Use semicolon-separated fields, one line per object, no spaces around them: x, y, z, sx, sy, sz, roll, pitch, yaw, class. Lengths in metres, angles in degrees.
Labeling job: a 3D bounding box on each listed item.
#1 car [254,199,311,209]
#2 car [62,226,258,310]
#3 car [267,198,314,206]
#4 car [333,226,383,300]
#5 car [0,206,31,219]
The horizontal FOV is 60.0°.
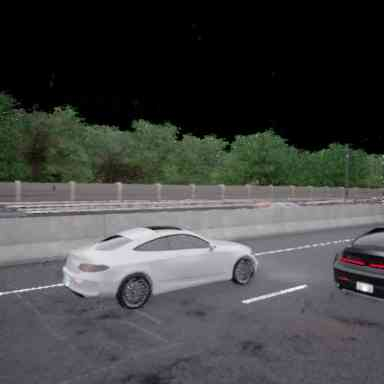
6.875;1.525;26.048;4.674;1.442;1.812;0;0;-35;car
-0.536;1.525;7.783;4.674;1.442;1.812;0;0;-35;car
9.727;1.546;32.327;5.357;1.411;2.033;0;0;-35;car
5.159;1.509;7.544;4.892;1.490;1.837;0;0;-35;car
-12.423;1.552;20.917;4.181;1.385;1.994;0;0;-35;car
